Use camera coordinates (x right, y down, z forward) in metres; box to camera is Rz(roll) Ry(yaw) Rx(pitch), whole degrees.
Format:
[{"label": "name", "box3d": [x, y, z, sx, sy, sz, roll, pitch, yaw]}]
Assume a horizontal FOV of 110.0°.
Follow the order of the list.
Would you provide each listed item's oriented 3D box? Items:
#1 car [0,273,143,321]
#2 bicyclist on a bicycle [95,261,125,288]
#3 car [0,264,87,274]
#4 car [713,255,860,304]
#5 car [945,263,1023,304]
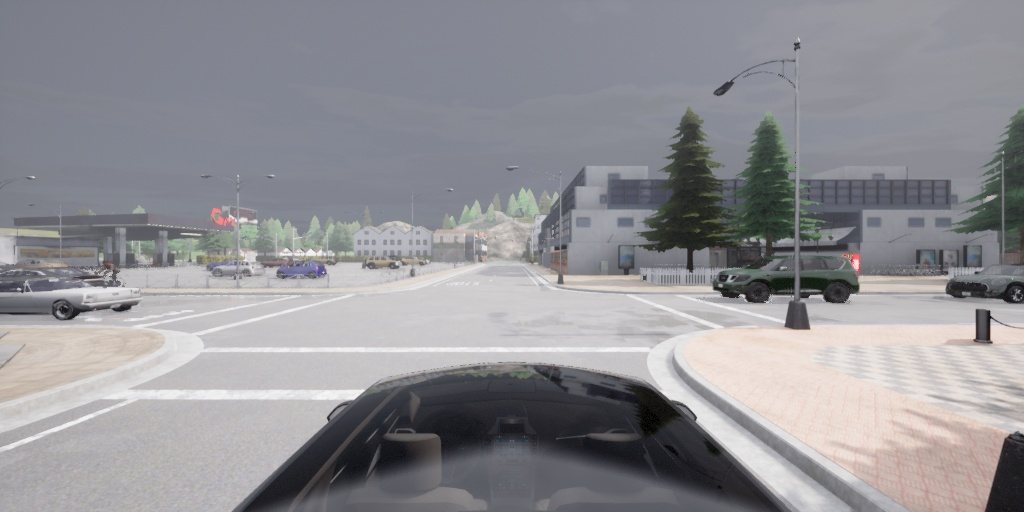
[{"label": "car", "box3d": [-15.529, 1.367, 12.037, 4.718, 1.301, 1.895, 0, 0, 0]}, {"label": "bicyclist on a bicycle", "box3d": [-21.891, 1.067, 19.458, 0.582, 1.620, 1.656, 0, 0, -1]}, {"label": "car", "box3d": [-20.903, 1.258, 15.700, 4.902, 1.511, 2.128, 0, 0, -1]}, {"label": "car", "box3d": [12.142, 0.990, 16.057, 5.566, 2.045, 2.150, 0, 0, 1]}, {"label": "car", "box3d": [22.627, 1.118, 16.102, 4.553, 1.767, 2.097, 0, 0, 0]}]
